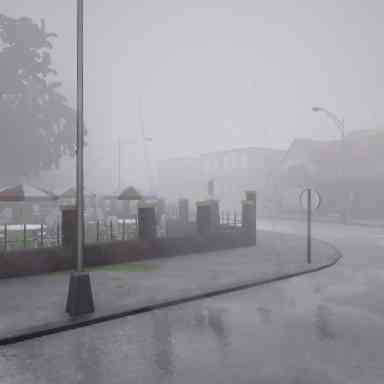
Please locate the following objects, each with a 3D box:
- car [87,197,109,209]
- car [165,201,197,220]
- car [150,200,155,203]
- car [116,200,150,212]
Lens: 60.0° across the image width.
[{"bbox_3d":[-13.052,1.505,45.900,1.837,1.490,4.892,0,0,-35],"label":"car"},{"bbox_3d":[-0.548,1.493,28.334,2.128,1.511,4.902,0,0,-36],"label":"car"},{"bbox_3d":[-6.724,1.477,44.183,1.882,1.535,5.008,0,0,-36],"label":"car"},{"bbox_3d":[-7.149,1.548,37.574,2.033,1.411,5.357,0,0,-36],"label":"car"}]
